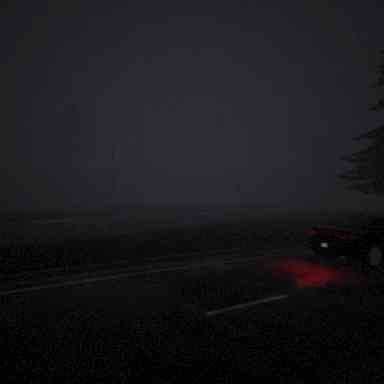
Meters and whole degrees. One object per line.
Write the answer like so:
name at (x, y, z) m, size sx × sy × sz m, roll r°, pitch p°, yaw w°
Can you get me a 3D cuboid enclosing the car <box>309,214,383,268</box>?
car at (6.269, 1.484, 11.263) m, size 5.008 × 1.535 × 1.882 m, roll 0°, pitch 0°, yaw -26°
